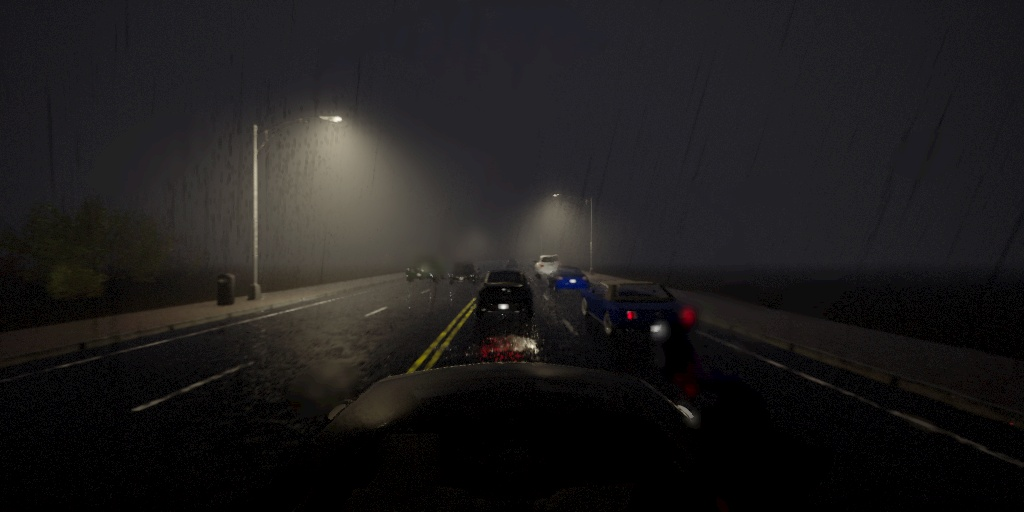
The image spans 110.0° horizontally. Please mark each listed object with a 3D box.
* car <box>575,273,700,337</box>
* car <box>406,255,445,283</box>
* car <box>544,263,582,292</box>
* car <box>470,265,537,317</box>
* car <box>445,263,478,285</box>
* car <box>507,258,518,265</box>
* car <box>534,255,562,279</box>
[{"bbox_3d":[3.251,1.348,10.223,1.895,1.301,4.718,0,0,0],"label":"car"},{"bbox_3d":[-6.594,0.962,28.228,2.150,2.045,5.566,0,0,0],"label":"car"},{"bbox_3d":[3.252,1.307,21.193,1.994,1.385,4.181,0,0,0],"label":"car"},{"bbox_3d":[-0.205,1.253,13.186,1.837,1.490,4.892,0,0,1],"label":"car"},{"bbox_3d":[-3.343,1.247,26.046,1.837,1.490,4.892,0,0,0],"label":"car"},{"bbox_3d":[0.084,1.272,59.998,2.033,1.411,5.357,0,0,0],"label":"car"},{"bbox_3d":[3.254,0.960,32.223,2.150,2.045,5.566,0,0,0],"label":"car"}]
